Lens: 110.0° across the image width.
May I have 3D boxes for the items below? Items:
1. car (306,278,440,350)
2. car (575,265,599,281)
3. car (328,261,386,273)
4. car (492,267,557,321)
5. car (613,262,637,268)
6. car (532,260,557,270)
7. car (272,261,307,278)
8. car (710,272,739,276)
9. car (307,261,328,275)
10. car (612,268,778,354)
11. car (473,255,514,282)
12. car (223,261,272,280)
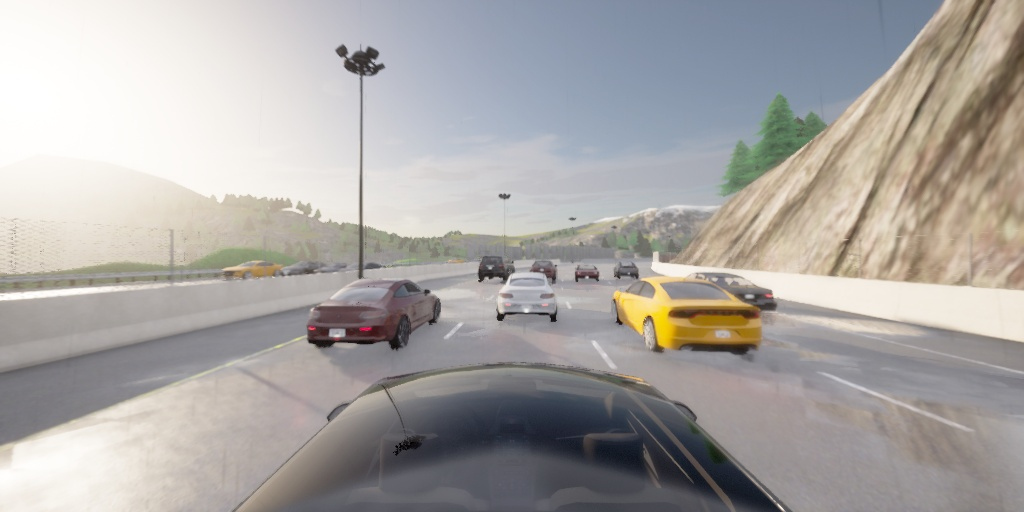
[{"bbox_3d":[-3.151,1.266,8.962,1.812,1.442,4.674,0,0,2],"label":"car"},{"bbox_3d":[6.184,1.361,29.886,1.895,1.301,4.718,0,0,10],"label":"car"},{"bbox_3d":[-11.938,1.192,28.540,1.882,1.535,5.008,0,0,9],"label":"car"},{"bbox_3d":[0.548,1.275,12.340,1.812,1.442,4.674,0,0,4],"label":"car"},{"bbox_3d":[10.224,1.262,32.316,2.128,1.511,4.902,0,0,11],"label":"car"},{"bbox_3d":[2.667,1.103,29.878,2.097,1.767,4.553,0,0,9],"label":"car"},{"bbox_3d":[-18.421,1.188,32.264,2.128,1.511,4.902,0,0,10],"label":"car"},{"bbox_3d":[7.633,1.315,13.722,2.033,1.411,5.357,0,0,5],"label":"car"},{"bbox_3d":[-15.092,1.270,30.905,1.994,1.385,4.181,0,0,9],"label":"car"},{"bbox_3d":[3.855,1.236,8.847,1.882,1.535,5.008,0,0,3],"label":"car"},{"bbox_3d":[-1.152,0.963,28.456,2.150,2.045,5.566,0,0,9],"label":"car"},{"bbox_3d":[-22.175,1.165,30.940,1.882,1.535,5.008,0,0,9],"label":"car"}]
